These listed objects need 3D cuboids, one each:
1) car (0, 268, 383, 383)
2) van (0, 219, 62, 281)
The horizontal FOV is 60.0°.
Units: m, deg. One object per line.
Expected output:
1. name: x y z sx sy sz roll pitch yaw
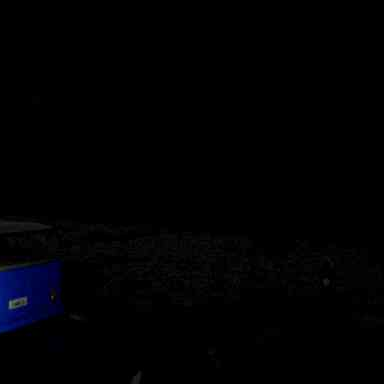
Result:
1. car: 0.587 1.545 2.547 4.507 1.381 1.887 0 0 36
2. van: -3.977 1.341 5.807 3.998 1.788 1.690 0 0 36
